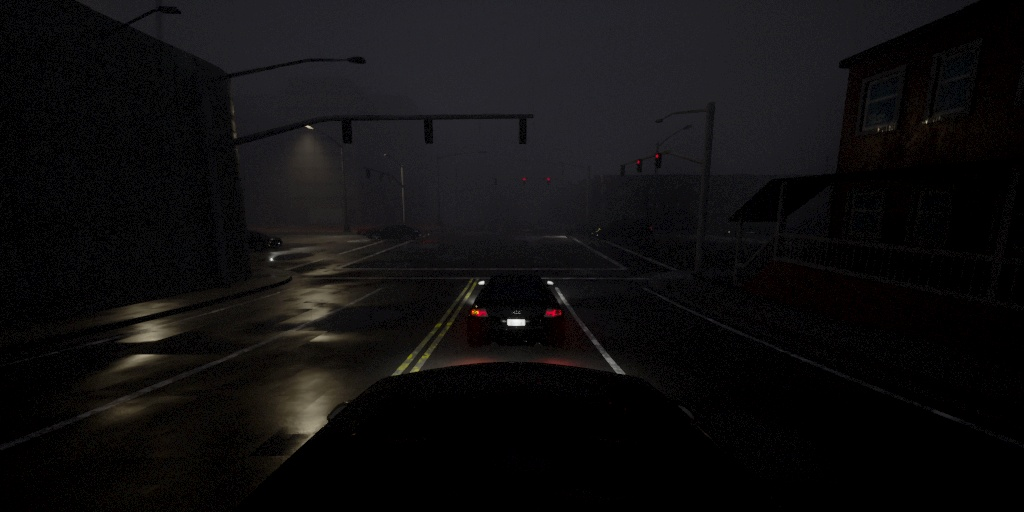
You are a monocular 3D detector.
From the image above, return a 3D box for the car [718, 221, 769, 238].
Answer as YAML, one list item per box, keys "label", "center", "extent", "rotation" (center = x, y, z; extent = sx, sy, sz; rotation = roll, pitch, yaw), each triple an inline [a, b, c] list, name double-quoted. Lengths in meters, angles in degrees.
- label: "car"
  center: [24.554, -3.007, 37.244]
  extent: [5.566, 2.045, 2.150]
  rotation: [0, 8, 0]

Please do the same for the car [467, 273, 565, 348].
- label: "car"
  center: [0.095, 1.090, 8.695]
  extent: [1.994, 1.385, 4.181]
  rotation: [0, 3, 0]

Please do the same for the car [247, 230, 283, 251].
- label: "car"
  center: [-19.955, -1.188, 26.982]
  extent: [4.892, 1.490, 1.837]
  rotation: [0, 8, 1]

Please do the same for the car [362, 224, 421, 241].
- label: "car"
  center: [-11.149, -2.235, 34.057]
  extent: [4.892, 1.490, 1.837]
  rotation: [0, 8, 0]

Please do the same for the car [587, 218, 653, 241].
- label: "car"
  center: [10.354, -2.500, 33.835]
  extent: [5.566, 2.045, 2.150]
  rotation: [0, 8, 0]

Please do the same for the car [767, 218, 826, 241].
- label: "car"
  center: [27.911, -2.495, 33.755]
  extent: [5.566, 2.045, 2.150]
  rotation: [0, 8, 0]

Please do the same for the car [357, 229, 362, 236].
- label: "car"
  center: [-13.630, -2.651, 37.549]
  extent: [4.718, 1.301, 1.895]
  rotation: [0, 8, 0]

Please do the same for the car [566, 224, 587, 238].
- label: "car"
  center: [7.775, -2.678, 37.405]
  extent: [4.181, 1.385, 1.994]
  rotation: [0, 8, 0]
